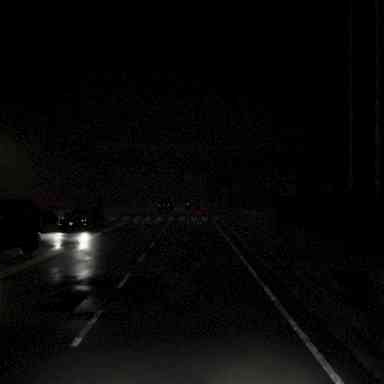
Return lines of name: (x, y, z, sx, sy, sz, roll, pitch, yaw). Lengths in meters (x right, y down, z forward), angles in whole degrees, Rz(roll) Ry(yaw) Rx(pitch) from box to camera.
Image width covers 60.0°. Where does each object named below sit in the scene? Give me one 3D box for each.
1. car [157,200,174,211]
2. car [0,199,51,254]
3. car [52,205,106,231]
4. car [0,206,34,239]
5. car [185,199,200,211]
car: (-3.402, 1.714, 43.094, 2.033, 1.411, 5.357, 0, 0, 0)
car: (-7.087, 1.276, 11.107, 2.150, 2.045, 5.566, 0, 0, 0)
car: (-7.005, 1.618, 21.656, 1.837, 1.490, 4.892, 0, -1, 0)
car: (-10.553, 1.577, 17.542, 2.128, 1.511, 4.902, 0, 0, 0)
car: (0.092, 1.713, 44.590, 1.812, 1.442, 4.674, 0, 0, -1)
